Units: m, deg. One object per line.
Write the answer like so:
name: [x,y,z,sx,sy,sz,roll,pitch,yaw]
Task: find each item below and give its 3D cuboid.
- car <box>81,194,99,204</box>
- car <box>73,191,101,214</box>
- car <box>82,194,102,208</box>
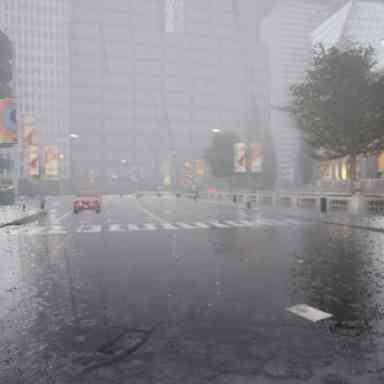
car: [-15.384,1.033,49.968,1.994,1.385,4.181,-1,1,-25]
car: [-9.754,0.891,31.116,2.150,2.045,5.566,-1,1,-14]
car: [-12.133,1.058,40.527,2.128,1.511,4.902,-1,1,-14]
